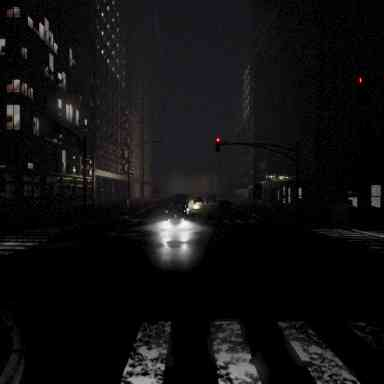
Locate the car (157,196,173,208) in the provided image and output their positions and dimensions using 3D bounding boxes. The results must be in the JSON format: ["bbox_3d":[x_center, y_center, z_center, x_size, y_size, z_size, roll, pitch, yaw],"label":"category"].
[{"bbox_3d":[-4.055,1.592,47.264,1.802,1.307,4.206,0,0,0],"label":"car"}]

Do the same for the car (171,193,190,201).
[{"bbox_3d":[-1.595,1.233,48.861,2.150,2.045,5.566,0,0,0],"label":"car"}]

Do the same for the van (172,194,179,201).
[{"bbox_3d":[-4.242,1.315,85.957,1.690,1.788,3.998,0,0,0],"label":"van"}]

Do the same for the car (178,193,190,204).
[{"bbox_3d":[-1.587,1.311,67.509,2.150,2.045,5.566,0,0,0],"label":"car"}]

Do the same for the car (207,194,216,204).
[{"bbox_3d":[3.746,1.313,63.884,2.192,1.841,5.009,0,0,0],"label":"car"}]

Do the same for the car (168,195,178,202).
[{"bbox_3d":[-4.188,1.426,74.902,1.967,1.590,4.097,0,0,0],"label":"car"}]

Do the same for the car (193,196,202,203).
[{"bbox_3d":[1.145,1.528,73.303,2.033,1.411,5.357,0,0,0],"label":"car"}]

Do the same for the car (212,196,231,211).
[{"bbox_3d":[3.902,1.579,41.776,1.947,1.339,4.313,0,0,0],"label":"car"}]

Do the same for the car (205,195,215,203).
[{"bbox_3d":[3.719,1.432,69.412,1.967,1.590,4.097,0,0,0],"label":"car"}]

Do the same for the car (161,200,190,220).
[{"bbox_3d":[-1.383,1.620,28.741,1.895,1.301,4.718,0,0,-2],"label":"car"}]

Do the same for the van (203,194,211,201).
[{"bbox_3d":[3.665,1.321,80.467,1.690,1.788,3.998,0,0,0],"label":"van"}]

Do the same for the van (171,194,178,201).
[{"bbox_3d":[-4.215,1.321,80.429,1.690,1.788,3.998,0,0,0],"label":"van"}]

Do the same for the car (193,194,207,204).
[{"bbox_3d":[1.271,1.524,62.996,1.812,1.442,4.674,0,0,0],"label":"car"}]

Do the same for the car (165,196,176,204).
[{"bbox_3d":[-4.135,1.564,63.846,1.947,1.339,4.313,0,0,0],"label":"car"}]
